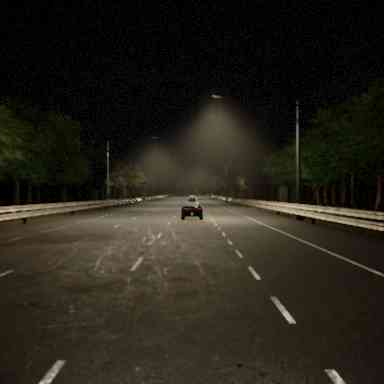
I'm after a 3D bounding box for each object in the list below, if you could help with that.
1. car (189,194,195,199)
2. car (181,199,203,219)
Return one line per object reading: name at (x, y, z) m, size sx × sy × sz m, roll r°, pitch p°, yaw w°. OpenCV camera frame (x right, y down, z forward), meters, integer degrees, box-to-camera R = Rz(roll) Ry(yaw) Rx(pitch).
car at (0.029, 2.070, 93.069) m, size 1.994 × 1.385 × 4.181 m, roll 0°, pitch 0°, yaw 0°
car at (0.009, 1.664, 30.609) m, size 2.128 × 1.511 × 4.902 m, roll 0°, pitch 0°, yaw 0°
